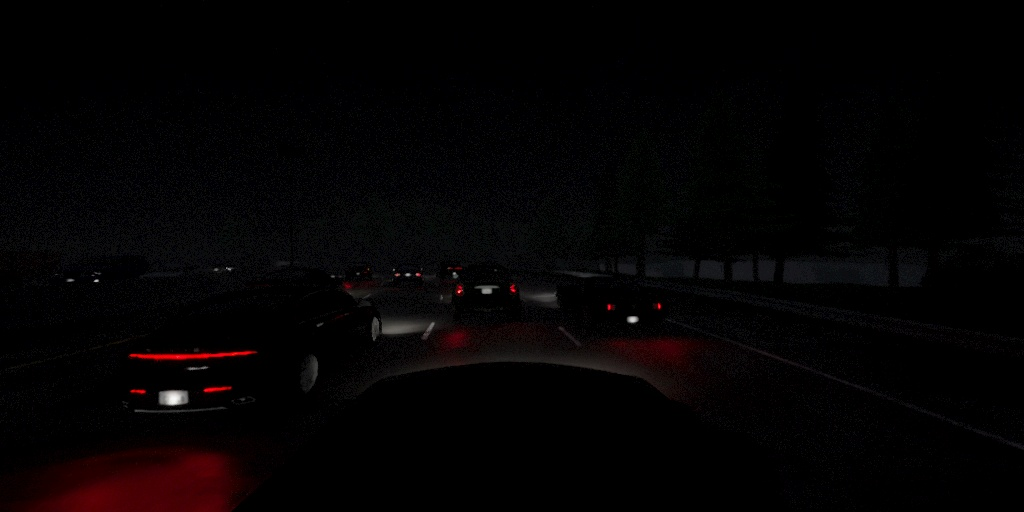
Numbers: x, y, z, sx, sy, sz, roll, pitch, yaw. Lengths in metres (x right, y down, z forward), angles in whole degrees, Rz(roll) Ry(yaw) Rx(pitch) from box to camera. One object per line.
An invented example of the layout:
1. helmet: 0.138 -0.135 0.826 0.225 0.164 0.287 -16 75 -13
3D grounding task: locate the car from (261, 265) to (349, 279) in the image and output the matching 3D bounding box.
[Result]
1. car: -8.270 1.187 14.135 1.882 1.535 5.008 0 0 -9

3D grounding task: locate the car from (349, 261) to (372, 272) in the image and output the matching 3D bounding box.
1. car: -12.629 1.161 29.598 1.812 1.442 4.674 0 0 -22

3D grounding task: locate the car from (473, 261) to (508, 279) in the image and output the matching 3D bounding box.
1. car: -1.968 1.146 30.942 1.994 1.385 4.181 0 0 -19

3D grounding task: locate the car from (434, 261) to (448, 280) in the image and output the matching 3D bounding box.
1. car: -5.248 1.108 29.809 1.837 1.490 4.892 0 0 -19

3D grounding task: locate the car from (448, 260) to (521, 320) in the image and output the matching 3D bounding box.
1. car: -1.004 1.040 12.639 2.097 1.767 4.553 0 0 -7

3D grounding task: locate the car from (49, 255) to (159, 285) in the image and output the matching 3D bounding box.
1. car: -24.818 0.953 21.998 2.150 2.045 5.566 0 0 -20

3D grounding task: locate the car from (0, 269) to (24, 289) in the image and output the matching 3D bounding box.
1. car: -27.051 1.247 17.372 1.882 1.535 5.008 0 0 -17

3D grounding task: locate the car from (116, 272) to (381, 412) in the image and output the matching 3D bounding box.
1. car: -3.807 1.245 6.291 1.837 1.490 4.892 0 1 -4

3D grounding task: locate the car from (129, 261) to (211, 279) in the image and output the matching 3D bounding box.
1. car: -21.446 1.238 22.794 1.812 1.442 4.674 0 0 -20

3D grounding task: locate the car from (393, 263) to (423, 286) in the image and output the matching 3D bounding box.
1. car: -7.088 1.191 24.434 2.033 1.411 5.357 0 0 -16

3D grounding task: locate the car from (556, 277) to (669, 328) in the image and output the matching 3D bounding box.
1. car: 2.756 1.282 11.161 1.895 1.301 4.718 0 0 -7
